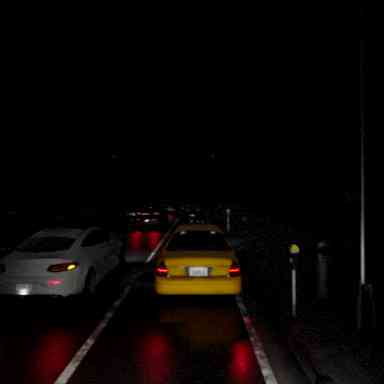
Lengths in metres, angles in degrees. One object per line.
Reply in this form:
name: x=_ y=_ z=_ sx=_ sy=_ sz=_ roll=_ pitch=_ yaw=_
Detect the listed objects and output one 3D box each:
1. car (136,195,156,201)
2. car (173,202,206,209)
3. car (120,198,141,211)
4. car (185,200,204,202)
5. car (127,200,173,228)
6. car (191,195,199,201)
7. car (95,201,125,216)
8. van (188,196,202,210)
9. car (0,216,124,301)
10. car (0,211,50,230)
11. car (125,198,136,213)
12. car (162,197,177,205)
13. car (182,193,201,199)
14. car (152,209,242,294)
car: x=-5.580 y=1.339 z=40.713 sx=2.150 sy=2.045 sz=5.566 roll=0 pitch=0 yaw=1
car: x=0.062 y=1.597 z=21.858 sx=2.008 sy=1.369 sz=4.403 roll=0 pitch=0 yaw=1
car: x=-8.133 y=1.575 z=44.073 sx=1.967 sy=1.590 sz=4.097 roll=0 pitch=0 yaw=1
car: x=0.145 y=1.608 z=27.381 sx=2.008 sy=1.369 sz=4.403 roll=0 pitch=0 yaw=1
car: x=-2.715 y=1.553 z=22.806 sx=2.128 sy=1.511 sz=4.902 roll=0 pitch=0 yaw=1
car: x=0.764 y=1.648 z=87.839 sx=1.967 sy=1.590 sz=4.097 roll=0 pitch=0 yaw=0
car: x=-8.298 y=1.695 z=33.024 sx=1.802 sy=1.307 sz=4.206 roll=0 pitch=0 yaw=1
van: x=0.392 y=1.432 z=43.950 sx=1.690 sy=1.788 sz=3.998 roll=0 pitch=0 yaw=1
car: x=-3.000 y=1.559 z=8.321 sx=1.812 sy=1.442 sz=4.674 roll=0 pitch=0 yaw=1
car: x=-8.546 y=1.645 z=16.450 sx=1.947 sy=1.339 sz=4.313 roll=0 pitch=0 yaw=1
car: x=-8.215 y=1.690 z=38.548 sx=1.947 sy=1.339 sz=4.313 roll=0 pitch=0 yaw=1
car: x=-2.491 y=1.597 z=37.752 sx=1.837 sy=1.490 sz=4.892 roll=0 pitch=0 yaw=1
car: x=0.309 y=1.394 z=38.428 sx=2.192 sy=1.841 sz=5.009 roll=0 pitch=0 yaw=1
car: x=0.157 y=1.475 z=8.807 sx=1.801 sy=1.575 sz=5.366 roll=0 pitch=0 yaw=1
